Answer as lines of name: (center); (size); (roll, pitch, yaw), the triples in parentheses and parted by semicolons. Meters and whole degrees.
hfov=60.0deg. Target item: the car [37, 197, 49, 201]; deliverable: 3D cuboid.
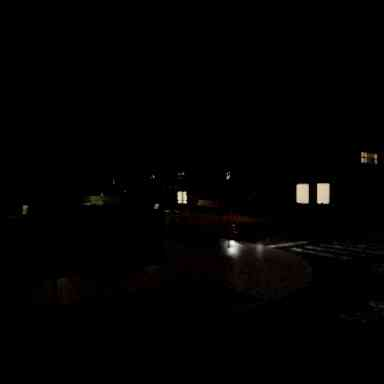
car: (-19.882, 1.326, 45.125); (1.994, 1.385, 4.181); (1, 0, -37)

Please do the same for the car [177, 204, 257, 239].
car: (1.167, 1.400, 17.284); (1.882, 1.535, 5.008); (1, 0, -36)

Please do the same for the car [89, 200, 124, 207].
car: (-7.200, 1.403, 28.316); (2.033, 1.411, 5.357); (1, 0, -37)
